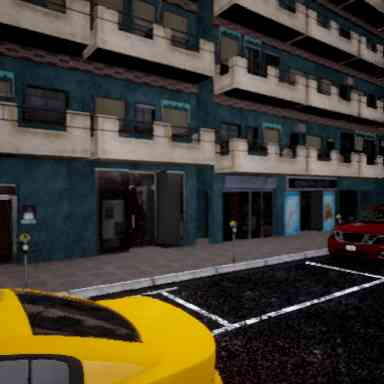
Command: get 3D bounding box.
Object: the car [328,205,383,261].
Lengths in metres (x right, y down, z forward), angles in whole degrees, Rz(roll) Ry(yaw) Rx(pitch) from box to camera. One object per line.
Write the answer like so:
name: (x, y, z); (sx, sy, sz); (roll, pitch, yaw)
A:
car: (6.808, 1.371, 11.420); (5.009, 1.841, 2.192); (0, -1, -35)

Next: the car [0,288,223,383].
car: (-2.093, 1.474, 1.889); (5.008, 1.535, 1.882); (1, 0, -35)
